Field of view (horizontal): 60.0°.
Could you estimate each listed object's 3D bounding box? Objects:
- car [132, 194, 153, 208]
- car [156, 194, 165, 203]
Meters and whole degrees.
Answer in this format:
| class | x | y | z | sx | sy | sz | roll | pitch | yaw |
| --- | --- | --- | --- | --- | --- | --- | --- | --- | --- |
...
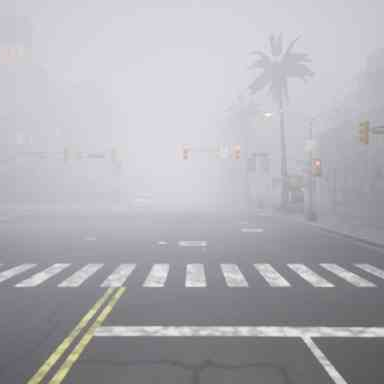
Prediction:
| class | x | y | z | sx | sy | sz | roll | pitch | yaw |
| --- | --- | --- | --- | --- | --- | --- | --- | --- | --- |
| car | -6.970 | 1.341 | 47.633 | 2.150 | 2.045 | 5.566 | 0 | 2 | 2 |
| car | -6.904 | 1.561 | 73.318 | 2.033 | 1.411 | 5.357 | 0 | 0 | 0 |
